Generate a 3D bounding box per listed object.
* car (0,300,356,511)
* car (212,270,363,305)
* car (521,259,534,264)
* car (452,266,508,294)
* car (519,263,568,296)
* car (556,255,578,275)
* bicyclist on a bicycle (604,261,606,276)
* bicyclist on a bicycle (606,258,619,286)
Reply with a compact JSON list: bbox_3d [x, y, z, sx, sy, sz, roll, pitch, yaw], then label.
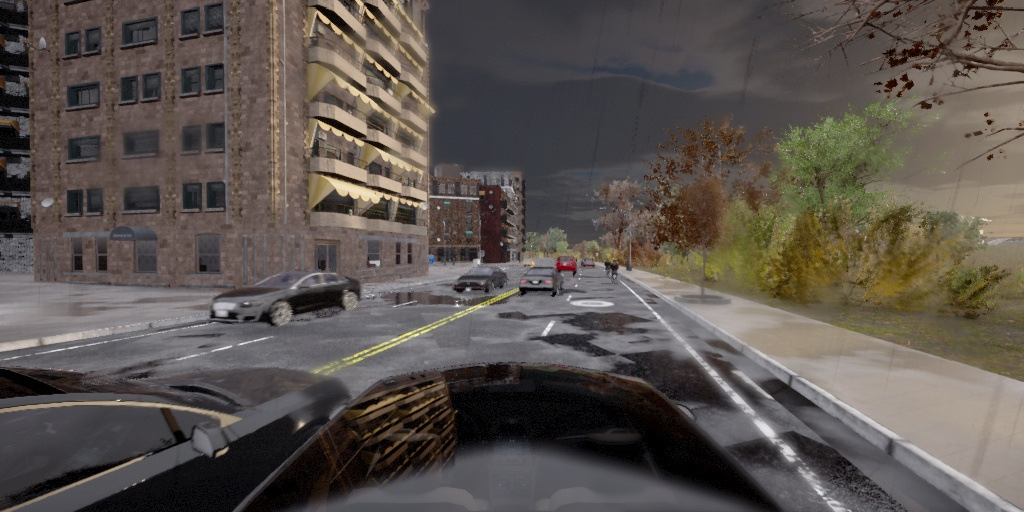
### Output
[{"bbox_3d":[-2.714,1.253,1.440,1.837,1.490,4.892,0,0,15],"label":"car"},{"bbox_3d":[-7.012,1.241,11.758,2.128,1.511,4.902,0,0,14],"label":"car"},{"bbox_3d":[2.554,1.248,56.940,1.882,1.535,5.008,0,0,7],"label":"car"},{"bbox_3d":[-1.593,1.294,20.464,2.033,1.411,5.357,0,0,13],"label":"car"},{"bbox_3d":[1.679,1.293,19.373,2.033,1.411,5.357,0,0,13],"label":"car"},{"bbox_3d":[5.971,0.960,39.361,2.150,2.045,5.566,0,0,11],"label":"car"},{"bbox_3d":[8.880,1.110,33.385,0.659,1.776,1.843,0,0,12],"label":"bicyclist on a bicycle"},{"bbox_3d":[6.977,1.113,24.510,0.659,1.776,1.843,0,0,12],"label":"bicyclist on a bicycle"}]
